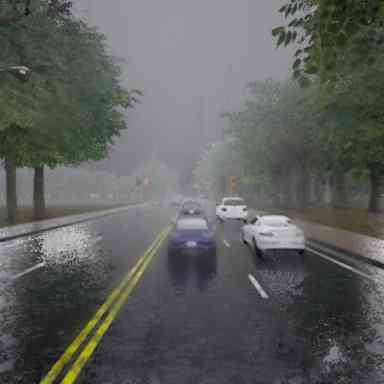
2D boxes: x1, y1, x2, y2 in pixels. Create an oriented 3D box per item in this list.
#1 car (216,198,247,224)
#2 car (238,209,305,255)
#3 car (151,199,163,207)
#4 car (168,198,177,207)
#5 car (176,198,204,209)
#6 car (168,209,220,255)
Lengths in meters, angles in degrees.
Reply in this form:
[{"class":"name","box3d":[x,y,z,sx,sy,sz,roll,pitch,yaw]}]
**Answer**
[{"class":"car","box3d":[3.221,1.496,27.602,2.150,2.045,5.566,0,0,0]},{"class":"car","box3d":[3.264,1.663,13.899,1.812,1.442,4.674,0,0,0]},{"class":"car","box3d":[-6.734,2.127,64.542,2.128,1.511,4.902,0,-1,0]},{"class":"car","box3d":[-3.486,1.984,64.630,2.097,1.767,4.553,0,-1,0]},{"class":"car","box3d":[-0.020,1.631,28.428,2.097,1.767,4.553,0,-1,0]},{"class":"car","box3d":[0.014,1.663,13.894,1.812,1.442,4.674,0,0,0]}]
